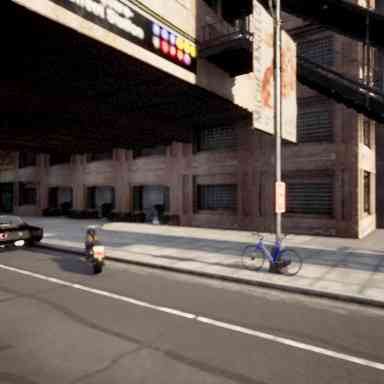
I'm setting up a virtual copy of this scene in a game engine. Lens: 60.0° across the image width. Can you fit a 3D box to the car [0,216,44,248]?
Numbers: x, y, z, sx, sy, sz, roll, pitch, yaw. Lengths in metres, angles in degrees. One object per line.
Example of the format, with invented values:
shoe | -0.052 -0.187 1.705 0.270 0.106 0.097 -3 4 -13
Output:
car | -8.251 1.626 13.716 4.718 1.301 1.895 0 0 35
